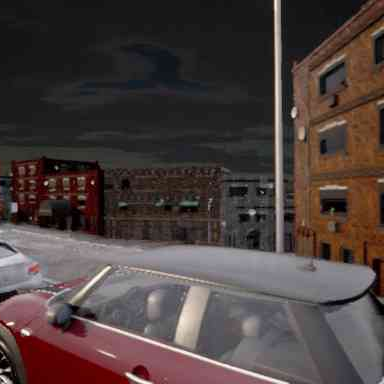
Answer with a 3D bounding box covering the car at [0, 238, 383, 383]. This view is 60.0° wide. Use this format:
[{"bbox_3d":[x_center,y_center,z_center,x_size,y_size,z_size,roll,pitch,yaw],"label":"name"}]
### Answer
[{"bbox_3d":[-0.224,1.354,3.412,4.553,1.767,2.185,0,0,36],"label":"car"}]
